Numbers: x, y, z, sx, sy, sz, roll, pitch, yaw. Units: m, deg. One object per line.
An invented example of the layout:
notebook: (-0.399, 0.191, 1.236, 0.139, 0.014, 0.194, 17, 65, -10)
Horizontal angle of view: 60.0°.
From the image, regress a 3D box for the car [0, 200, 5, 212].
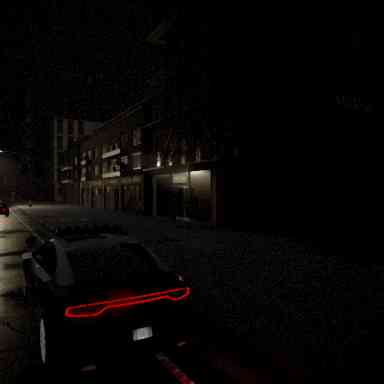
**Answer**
car: (-22.980, 1.591, 38.904, 1.895, 1.301, 4.718, 0, 0, -30)

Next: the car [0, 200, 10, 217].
car: (-17.800, 1.594, 30.371, 1.895, 1.301, 4.718, 0, 0, -31)

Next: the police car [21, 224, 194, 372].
police car: (-1.904, 1.425, 6.054, 1.930, 1.638, 5.238, 0, 0, -31)
